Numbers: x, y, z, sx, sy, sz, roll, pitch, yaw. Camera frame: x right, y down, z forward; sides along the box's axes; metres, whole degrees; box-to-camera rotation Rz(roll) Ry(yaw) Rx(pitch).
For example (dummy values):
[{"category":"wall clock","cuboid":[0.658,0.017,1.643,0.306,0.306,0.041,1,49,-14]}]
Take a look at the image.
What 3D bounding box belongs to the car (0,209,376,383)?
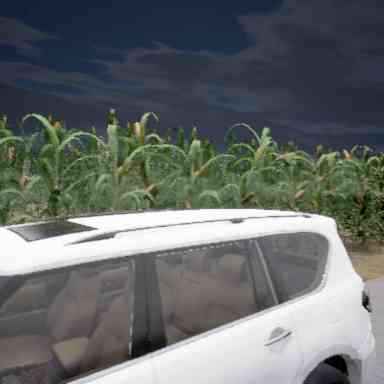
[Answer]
[{"category":"car","cuboid":[-0.852,1.221,2.455,5.566,2.045,2.150,-1,0,-36]}]
